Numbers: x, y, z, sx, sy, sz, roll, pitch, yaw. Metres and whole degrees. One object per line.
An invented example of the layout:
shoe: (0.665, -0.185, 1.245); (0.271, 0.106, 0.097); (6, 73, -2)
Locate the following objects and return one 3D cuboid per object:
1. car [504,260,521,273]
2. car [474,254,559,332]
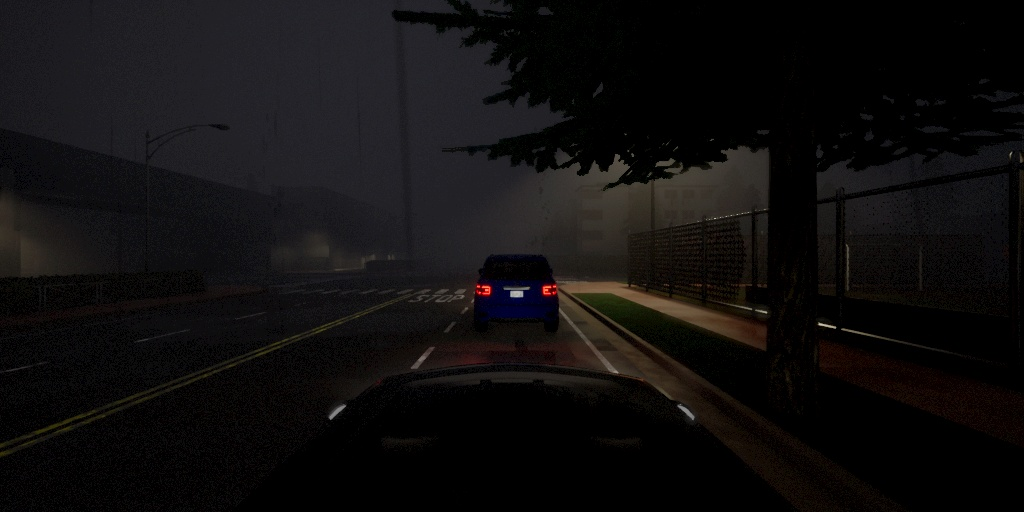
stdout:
car: (0.023, 1.241, 45.736); (2.128, 1.511, 4.902); (0, 0, 0)
car: (0.115, 0.972, 10.977); (2.150, 2.045, 5.566); (0, 0, 0)
